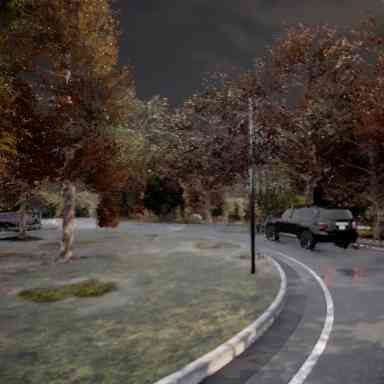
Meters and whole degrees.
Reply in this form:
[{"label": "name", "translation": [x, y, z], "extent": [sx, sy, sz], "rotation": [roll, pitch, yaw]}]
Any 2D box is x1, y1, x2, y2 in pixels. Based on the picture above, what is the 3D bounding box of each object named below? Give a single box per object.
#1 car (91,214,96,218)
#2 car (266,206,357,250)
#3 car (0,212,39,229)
[{"label": "car", "translation": [-23.022, 6.024, 79.247], "extent": [2.128, 1.511, 4.902], "rotation": [0, -6, -11]}, {"label": "car", "translation": [5.914, 1.716, 17.238], "extent": [2.150, 2.045, 5.566], "rotation": [0, -1, -15]}, {"label": "car", "translation": [-15.608, 2.431, 28.033], "extent": [4.902, 1.511, 2.128], "rotation": [0, -2, -17]}]
